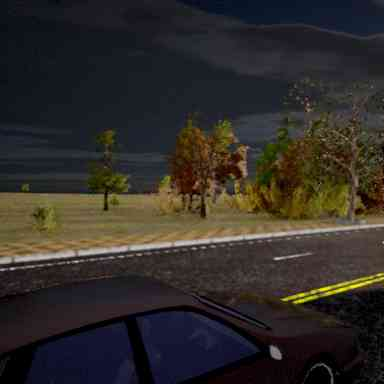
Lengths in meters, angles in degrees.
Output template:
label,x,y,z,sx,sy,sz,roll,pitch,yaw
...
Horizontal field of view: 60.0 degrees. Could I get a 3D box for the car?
label,x,y,z,sx,sy,sz,roll,pitch,yaw
car,-0.659,1.554,2.981,5.357,1.411,2.033,0,0,-35
